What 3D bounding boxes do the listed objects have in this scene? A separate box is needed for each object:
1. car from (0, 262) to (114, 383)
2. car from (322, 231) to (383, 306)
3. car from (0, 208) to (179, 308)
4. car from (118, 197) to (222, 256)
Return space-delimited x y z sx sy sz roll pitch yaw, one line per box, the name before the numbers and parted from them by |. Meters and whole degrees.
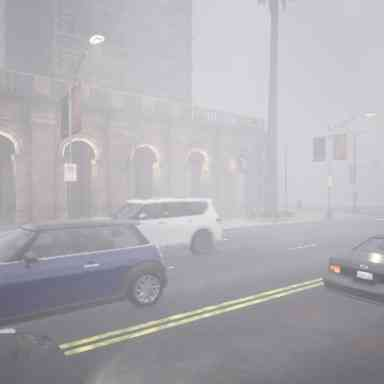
car | -3.179 1.547 1.473 5.357 1.411 2.033 0 0 -36
car | 5.156 1.547 7.451 5.357 1.411 2.033 0 0 -35
car | -2.775 1.352 6.318 4.553 1.767 2.097 0 0 -36
car | -1.485 1.221 11.546 5.566 2.045 2.150 0 0 -36
